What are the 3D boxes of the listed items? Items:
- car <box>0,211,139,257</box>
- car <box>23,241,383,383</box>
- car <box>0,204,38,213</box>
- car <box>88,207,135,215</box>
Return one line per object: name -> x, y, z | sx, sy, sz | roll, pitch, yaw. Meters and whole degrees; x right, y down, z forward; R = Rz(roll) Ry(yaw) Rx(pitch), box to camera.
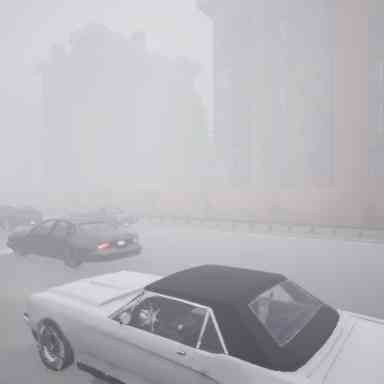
car -> -4.110, 1.548, 11.224 | 5.357, 1.411, 2.033 | 0, 0, 36
car -> 0.006, 1.600, 3.987 | 4.718, 1.301, 1.895 | 0, 0, 35
car -> -11.163, 1.504, 20.555 | 4.892, 1.490, 1.837 | 0, 0, 36
car -> -5.693, 1.601, 20.951 | 4.718, 1.301, 1.895 | 0, 0, 36
